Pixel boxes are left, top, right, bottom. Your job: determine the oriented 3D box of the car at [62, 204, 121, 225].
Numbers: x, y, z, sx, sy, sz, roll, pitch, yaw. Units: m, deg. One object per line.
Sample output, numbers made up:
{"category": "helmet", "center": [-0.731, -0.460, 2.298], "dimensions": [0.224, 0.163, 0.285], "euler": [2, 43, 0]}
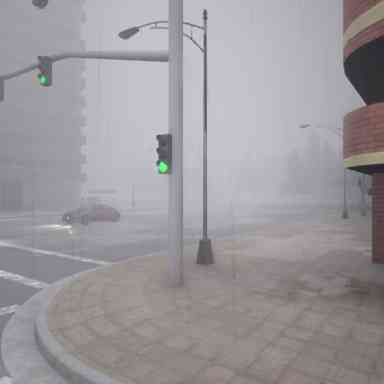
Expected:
{"category": "car", "center": [-7.213, 1.563, 24.116], "dimensions": [1.994, 1.385, 4.181], "euler": [0, 0, 36]}
